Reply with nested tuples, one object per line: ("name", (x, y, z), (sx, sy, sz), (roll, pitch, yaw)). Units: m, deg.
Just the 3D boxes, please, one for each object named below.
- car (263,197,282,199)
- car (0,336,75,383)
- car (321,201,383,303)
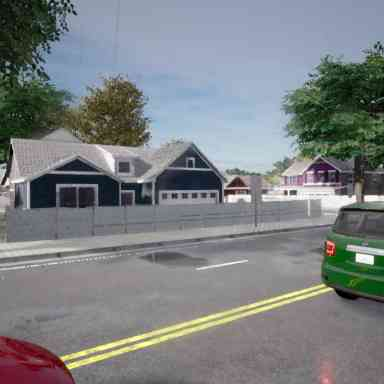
("car", (10.170, 1.391, 40.134), (2.097, 1.767, 4.553), (-1, 0, -32))
("car", (-3.021, 1.476, 1.287), (5.008, 1.535, 1.882), (0, 0, -35))
("car", (5.102, 1.209, 7.120), (5.566, 2.045, 2.150), (0, 0, -35))
